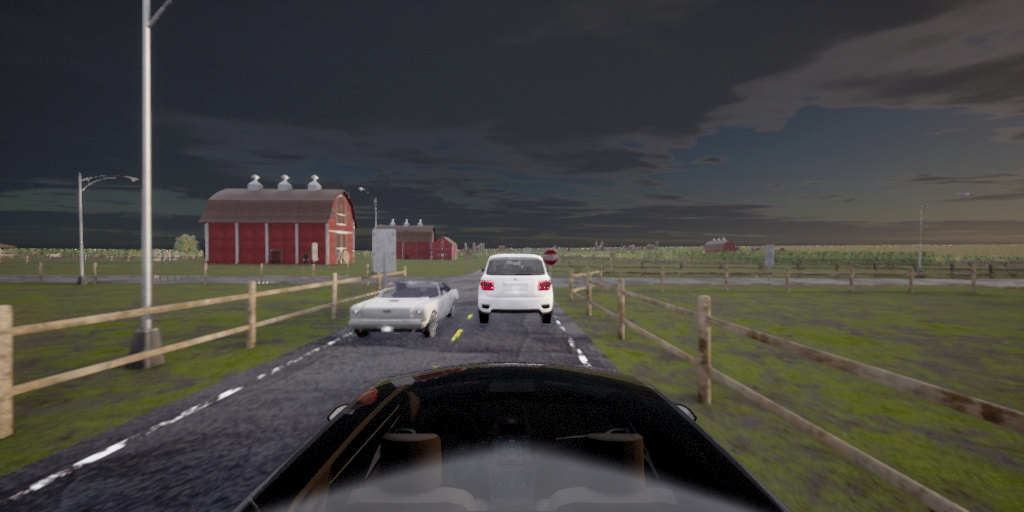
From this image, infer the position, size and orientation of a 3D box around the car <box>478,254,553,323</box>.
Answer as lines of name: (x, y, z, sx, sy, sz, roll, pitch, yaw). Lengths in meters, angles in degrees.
car: (0.101, 0.956, 12.210, 2.150, 2.045, 5.566, 0, 0, 0)

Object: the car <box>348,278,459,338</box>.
car: (-2.798, 1.338, 10.277, 1.895, 1.301, 4.718, 0, 0, 1)
